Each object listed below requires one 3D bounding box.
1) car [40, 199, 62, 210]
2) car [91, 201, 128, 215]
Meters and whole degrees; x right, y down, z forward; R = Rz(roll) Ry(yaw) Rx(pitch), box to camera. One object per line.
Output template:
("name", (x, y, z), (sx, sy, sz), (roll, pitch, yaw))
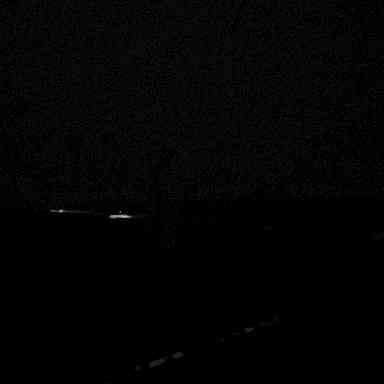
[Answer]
("car", (-20.608, 1.833, 48.477), (2.128, 1.511, 4.902), (0, -1, -43))
("car", (-8.794, 1.641, 35.081), (2.033, 1.411, 5.357), (0, -1, -40))
